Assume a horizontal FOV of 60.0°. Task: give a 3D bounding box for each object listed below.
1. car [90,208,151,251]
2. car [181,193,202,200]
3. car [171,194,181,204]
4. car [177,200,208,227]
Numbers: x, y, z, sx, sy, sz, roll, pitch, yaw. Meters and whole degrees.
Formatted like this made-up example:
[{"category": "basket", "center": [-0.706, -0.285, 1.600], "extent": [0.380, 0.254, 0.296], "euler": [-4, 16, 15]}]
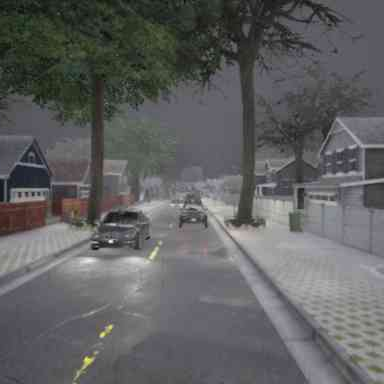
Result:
[{"category": "car", "center": [-2.848, 1.487, 14.106], "extent": [1.837, 1.490, 4.892], "euler": [0, 0, 0]}, {"category": "car", "center": [0.105, 1.161, 42.167], "extent": [2.150, 2.045, 5.566], "euler": [0, 0, 0]}, {"category": "car", "center": [-2.742, 1.254, 61.940], "extent": [2.097, 1.767, 4.553], "euler": [0, 0, 0]}, {"category": "car", "center": [0.101, 1.496, 22.265], "extent": [1.812, 1.442, 4.674], "euler": [0, 0, 0]}]
